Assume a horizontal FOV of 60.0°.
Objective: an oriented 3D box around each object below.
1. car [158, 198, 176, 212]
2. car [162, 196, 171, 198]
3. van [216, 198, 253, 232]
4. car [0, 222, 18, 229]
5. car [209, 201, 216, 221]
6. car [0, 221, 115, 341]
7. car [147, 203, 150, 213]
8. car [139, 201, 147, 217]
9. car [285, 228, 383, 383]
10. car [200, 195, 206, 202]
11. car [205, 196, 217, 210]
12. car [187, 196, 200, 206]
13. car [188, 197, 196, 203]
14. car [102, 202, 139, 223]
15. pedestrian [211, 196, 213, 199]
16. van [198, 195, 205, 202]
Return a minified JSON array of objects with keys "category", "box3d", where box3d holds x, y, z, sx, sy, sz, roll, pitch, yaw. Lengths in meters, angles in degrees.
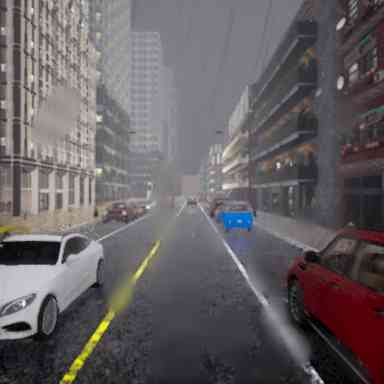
[{"category":"car","box3d":[-3.101,1.825,42.636,1.895,1.301,4.718,0,0,0]},{"category":"car","box3d":[-5.711,1.931,65.069,1.802,1.307,4.206,0,0,0]},{"category":"van","box3d":[2.682,1.447,20.668,1.690,1.788,3.998,0,0,0]},{"category":"car","box3d":[-5.694,1.574,9.391,1.752,1.417,4.829,0,0,0]},{"category":"car","box3d":[2.682,1.686,26.217,2.008,1.369,4.403,0,0,0]},{"category":"car","box3d":[-3.089,1.560,6.718,1.812,1.442,4.674,0,0,0]},{"category":"car","box3d":[-5.703,1.746,37.316,2.008,1.369,4.403,0,0,0]},{"category":"car","box3d":[-5.701,1.689,31.594,1.752,1.417,4.829,0,0,0]},{"category":"car","box3d":[2.688,1.336,4.015,2.192,1.841,5.009,0,0,0]},{"category":"car","box3d":[2.663,1.760,81.727,2.192,1.841,5.009,0,0,0]},{"category":"car","box3d":[2.679,1.480,31.769,2.192,1.841,5.009,0,0,0]},{"category":"car","box3d":[-0.014,1.899,61.586,2.033,1.411,5.357,0,0,0]},{"category":"car","box3d":[-0.023,1.849,80.713,1.895,1.301,4.718,0,0,0]},{"category":"car","box3d":[-5.699,1.576,26.214,1.967,1.590,4.097,0,0,0]},{"category":"pedestrian","box3d":[2.986,1.557,49.768,0.375,1.860,0.375,0,0,-1]},{"category":"van","box3d":[2.660,1.851,92.829,1.690,1.788,3.998,0,0,0]}]
